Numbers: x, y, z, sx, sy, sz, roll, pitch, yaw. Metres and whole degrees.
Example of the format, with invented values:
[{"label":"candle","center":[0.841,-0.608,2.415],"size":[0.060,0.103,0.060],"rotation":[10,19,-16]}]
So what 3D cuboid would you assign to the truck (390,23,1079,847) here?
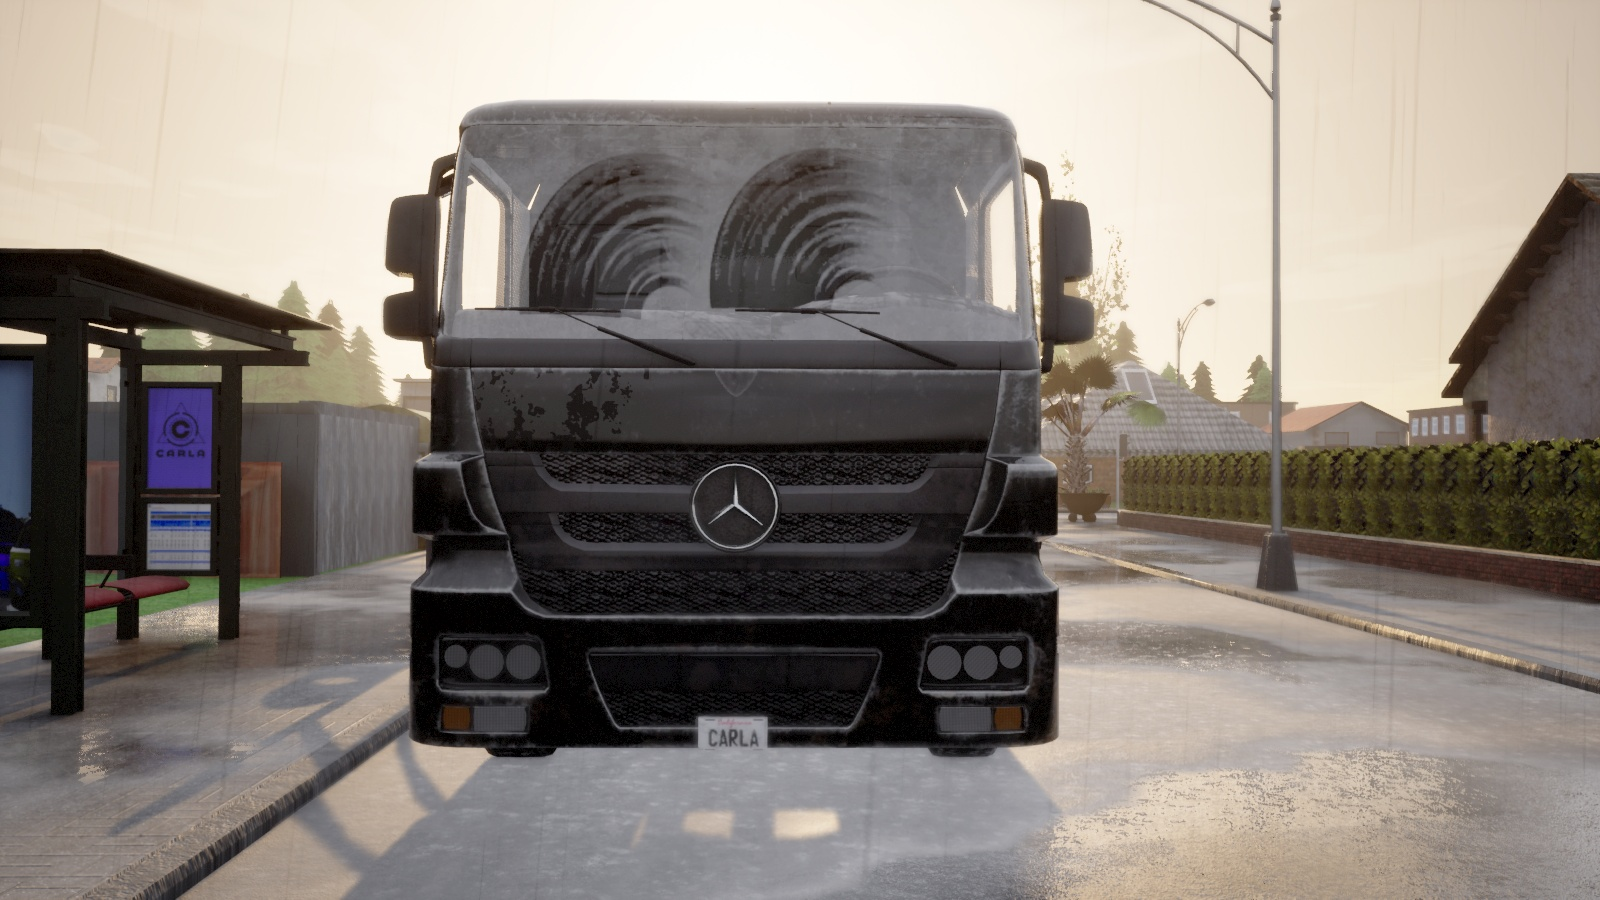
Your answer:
[{"label":"truck","center":[-0.345,-0.011,9.266],"size":[2.891,3.462,7.936],"rotation":[0,-1,-1]}]
